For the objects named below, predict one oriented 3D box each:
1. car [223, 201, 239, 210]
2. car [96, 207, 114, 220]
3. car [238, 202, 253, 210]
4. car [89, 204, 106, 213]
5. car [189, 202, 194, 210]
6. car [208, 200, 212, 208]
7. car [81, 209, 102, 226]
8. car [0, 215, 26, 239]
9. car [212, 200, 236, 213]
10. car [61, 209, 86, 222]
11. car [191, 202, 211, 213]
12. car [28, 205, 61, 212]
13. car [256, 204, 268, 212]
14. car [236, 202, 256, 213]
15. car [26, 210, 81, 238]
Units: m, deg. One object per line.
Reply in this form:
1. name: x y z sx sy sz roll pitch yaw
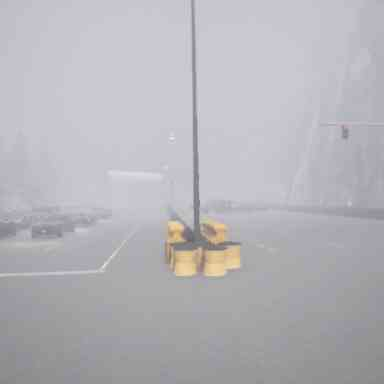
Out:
1. car: 7.644 2.614 65.599 2.097 1.767 4.553 -1 -1 -5
2. car: -11.517 2.835 43.761 2.033 1.411 5.357 -1 -1 -5
3. car: 10.925 2.758 68.162 1.812 1.442 4.674 -1 0 -5
4. car: -16.178 2.775 57.134 1.895 1.301 4.718 -1 -1 -5
5. car: 0.485 2.745 67.058 2.097 1.767 4.553 -1 -1 -5
6. car: 4.153 2.537 65.325 2.150 2.045 5.566 -1 -1 -5
7. car: -10.519 2.659 32.868 1.895 1.301 4.718 -1 -1 -5
8. car: -13.003 2.440 21.954 1.895 1.301 4.718 -1 -1 -6
9. car: 5.210 2.397 54.972 2.150 2.045 5.566 -1 -1 -5
10. car: -14.876 2.916 42.081 1.895 1.301 4.718 -1 -1 -5
11. car: 1.521 2.865 56.922 1.895 1.301 4.718 -1 -1 -5
12. car: -13.901 2.304 31.374 2.150 2.045 5.566 -1 -1 -5
13. car: 11.827 2.713 58.490 1.895 1.301 4.718 -1 -1 -5
14. car: 8.563 2.480 55.635 2.097 1.767 4.553 -1 -1 -5
15. car: -9.645 2.296 23.570 1.882 1.535 5.008 -1 -1 -5
